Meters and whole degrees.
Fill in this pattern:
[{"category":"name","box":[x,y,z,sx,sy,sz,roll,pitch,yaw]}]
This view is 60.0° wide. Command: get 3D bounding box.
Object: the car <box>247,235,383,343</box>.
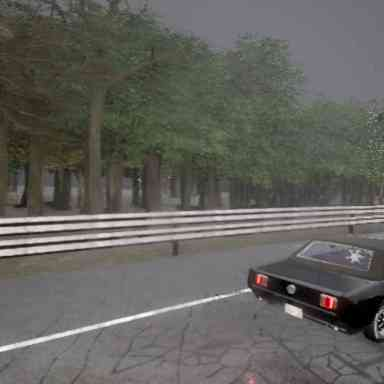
[{"category":"car","box":[3.357,1.512,6.282,4.718,1.301,1.895,0,2,-35]}]
